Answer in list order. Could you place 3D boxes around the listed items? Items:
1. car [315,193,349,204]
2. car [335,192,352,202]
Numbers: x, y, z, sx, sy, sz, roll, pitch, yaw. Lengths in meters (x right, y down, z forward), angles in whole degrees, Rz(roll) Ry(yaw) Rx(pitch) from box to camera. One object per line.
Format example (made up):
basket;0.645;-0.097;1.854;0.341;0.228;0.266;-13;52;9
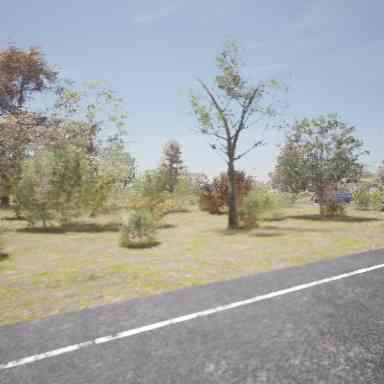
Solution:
car;23.003;1.365;55.720;1.837;1.490;4.892;0;0;-37
car;26.958;1.068;62.083;2.150;2.045;5.566;0;0;-37
